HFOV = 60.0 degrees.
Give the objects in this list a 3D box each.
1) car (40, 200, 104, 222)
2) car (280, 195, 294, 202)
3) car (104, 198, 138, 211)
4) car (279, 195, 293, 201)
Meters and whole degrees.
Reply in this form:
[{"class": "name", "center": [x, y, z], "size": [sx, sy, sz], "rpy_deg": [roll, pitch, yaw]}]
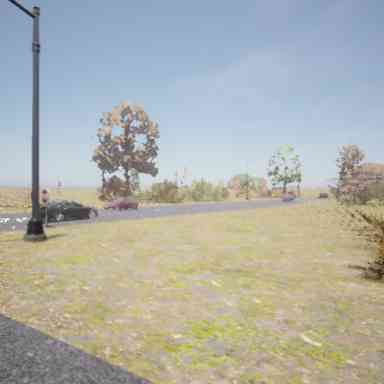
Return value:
[{"class": "car", "center": [-9.439, 1.411, 25.473], "size": [1.837, 1.490, 4.892], "rpy_deg": [1, 0, 34]}, {"class": "car", "center": [22.451, 1.545, 77.087], "size": [2.128, 1.511, 4.902], "rpy_deg": [1, 0, 27]}, {"class": "car", "center": [-8.417, 1.450, 39.580], "size": [1.812, 1.442, 4.674], "rpy_deg": [1, 1, 34]}, {"class": "car", "center": [25.409, 1.515, 90.051], "size": [2.128, 1.511, 4.902], "rpy_deg": [1, 0, 34]}]
